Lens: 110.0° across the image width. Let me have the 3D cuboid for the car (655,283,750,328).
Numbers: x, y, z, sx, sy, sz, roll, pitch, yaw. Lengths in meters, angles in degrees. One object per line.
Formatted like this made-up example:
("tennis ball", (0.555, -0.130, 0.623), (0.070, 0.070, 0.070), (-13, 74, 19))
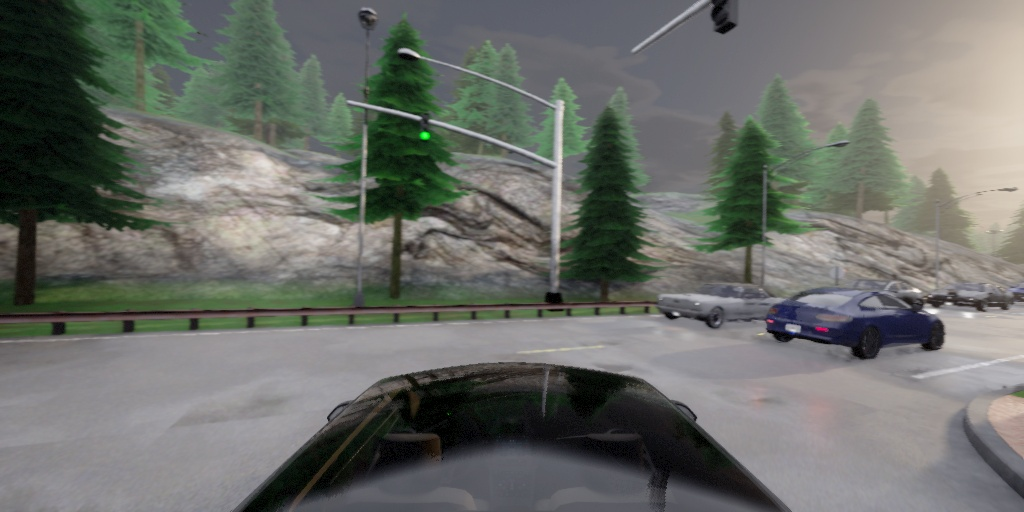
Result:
("car", (7.234, 1.588, 12.182), (4.718, 1.301, 1.895), (2, -1, -22))

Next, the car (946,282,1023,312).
("car", (24.908, 2.149, 19.425), (5.357, 1.411, 2.033), (2, -1, -22))

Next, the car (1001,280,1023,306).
("car", (34.192, 2.402, 23.201), (5.008, 1.535, 1.882), (2, -1, -22))

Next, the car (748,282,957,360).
("car", (8.330, 1.497, 8.762), (4.674, 1.442, 1.812), (2, -1, -22))

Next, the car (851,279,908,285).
("car", (15.810, 1.777, 15.699), (4.902, 1.511, 2.128), (2, -1, -22))
